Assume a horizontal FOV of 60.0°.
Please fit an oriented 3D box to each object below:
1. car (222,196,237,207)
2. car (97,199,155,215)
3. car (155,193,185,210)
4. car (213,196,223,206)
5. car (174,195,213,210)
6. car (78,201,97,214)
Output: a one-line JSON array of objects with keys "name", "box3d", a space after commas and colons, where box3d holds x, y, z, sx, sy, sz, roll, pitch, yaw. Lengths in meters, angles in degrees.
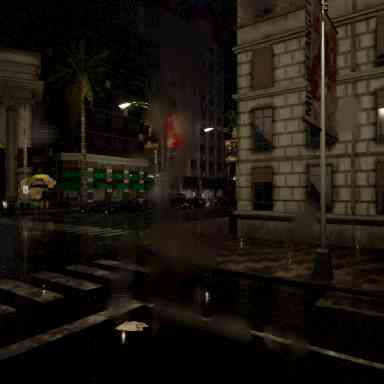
[{"name": "car", "box3d": [7.366, 1.601, 51.413, 4.718, 1.301, 1.895, 0, 0, -44]}, {"name": "car", "box3d": [-6.577, 1.547, 33.725, 2.033, 1.411, 5.357, 0, 0, 36]}, {"name": "car", "box3d": [-2.926, 1.220, 44.588, 2.150, 2.045, 5.566, 0, 0, 37]}, {"name": "car", "box3d": [4.403, 1.351, 53.399, 2.097, 1.767, 4.553, 0, 0, 45]}, {"name": "car", "box3d": [0.288, 1.506, 43.020, 1.837, 1.490, 4.892, 0, 0, 37]}, {"name": "car", "box3d": [-9.462, 1.547, 35.709, 2.033, 1.411, 5.357, 0, 0, 36]}]
